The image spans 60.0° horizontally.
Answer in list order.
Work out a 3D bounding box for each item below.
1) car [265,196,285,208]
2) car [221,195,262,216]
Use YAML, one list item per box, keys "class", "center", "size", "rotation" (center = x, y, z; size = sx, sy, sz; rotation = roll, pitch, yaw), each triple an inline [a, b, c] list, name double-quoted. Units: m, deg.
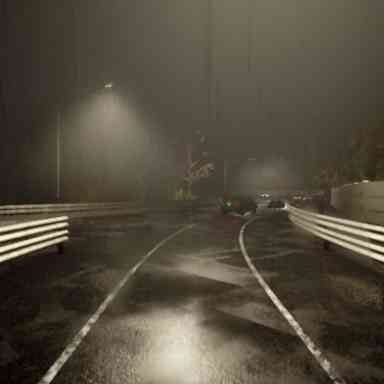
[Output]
- class: "car"
  center: [12.465, 1.689, 49.161]
  size: [1.994, 1.385, 4.181]
  rotation: [0, 0, 22]
- class: "car"
  center: [4.902, 1.310, 34.151]
  size: [2.150, 2.045, 5.566]
  rotation: [0, 0, 31]
